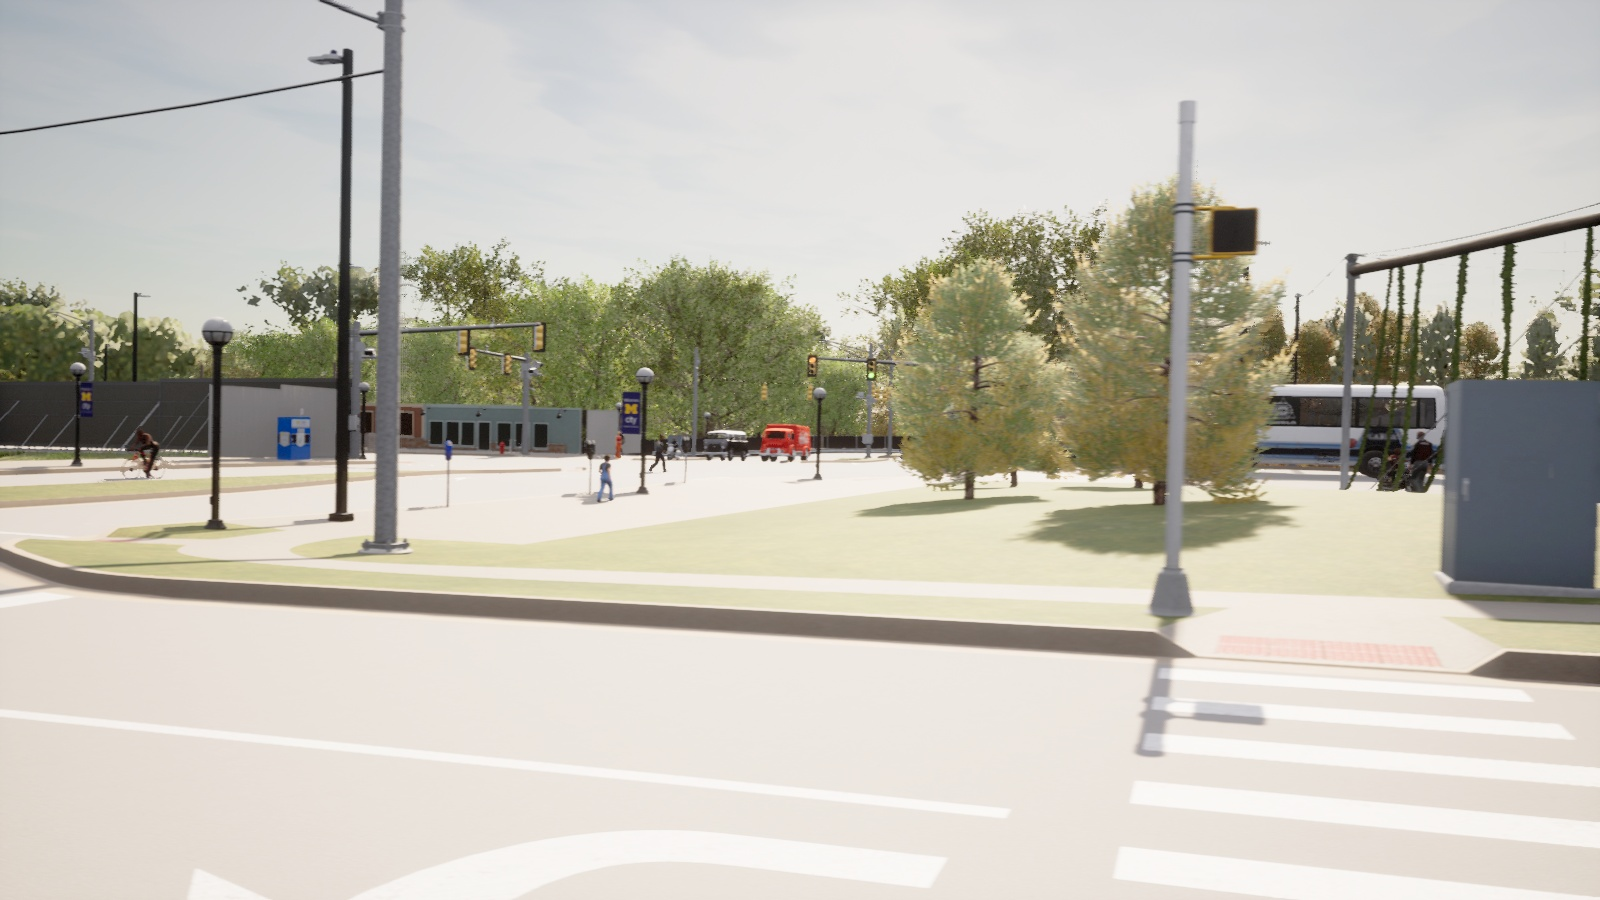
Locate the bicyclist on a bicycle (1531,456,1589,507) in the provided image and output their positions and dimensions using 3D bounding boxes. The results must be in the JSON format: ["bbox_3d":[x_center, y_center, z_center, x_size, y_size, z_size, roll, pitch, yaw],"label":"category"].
[{"bbox_3d":[24.986,1.023,41.307,0.866,1.612,1.509,2,0,-4],"label":"bicyclist on a bicycle"}]

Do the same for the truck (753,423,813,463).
[{"bbox_3d":[-1.056,-0.446,82.939,2.627,2.467,5.204,2,0,15],"label":"truck"}]

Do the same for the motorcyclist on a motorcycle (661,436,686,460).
[{"bbox_3d":[-8.470,-0.135,84.069,0.866,1.590,1.817,1,-1,22],"label":"motorcyclist on a motorcycle"}]

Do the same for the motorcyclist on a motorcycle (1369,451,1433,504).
[{"bbox_3d":[19.729,0.882,41.277,0.766,1.649,2.350,2,1,-5],"label":"motorcyclist on a motorcycle"}]

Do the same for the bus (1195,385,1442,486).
[{"bbox_3d":[24.061,-0.763,58.989,10.273,4.253,3.944,2,2,19],"label":"bus"}]

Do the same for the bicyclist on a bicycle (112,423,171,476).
[{"bbox_3d":[-20.601,-0.023,39.320,0.582,1.620,1.656,2,1,19],"label":"bicyclist on a bicycle"}]

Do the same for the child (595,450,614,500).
[{"bbox_3d":[-4.986,0.628,31.996,0.270,1.263,0.437,2,2,19],"label":"child"}]

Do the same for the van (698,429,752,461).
[{"bbox_3d":[-4.906,-0.318,83.298,2.069,2.038,4.480,1,-1,18],"label":"van"}]

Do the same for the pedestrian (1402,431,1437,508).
[{"bbox_3d":[15.343,0.478,31.099,0.376,1.854,0.720,2,2,-5],"label":"pedestrian"}]

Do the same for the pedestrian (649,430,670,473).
[{"bbox_3d":[-6.404,0.073,57.395,0.788,1.949,0.423,2,2,22],"label":"pedestrian"}]
